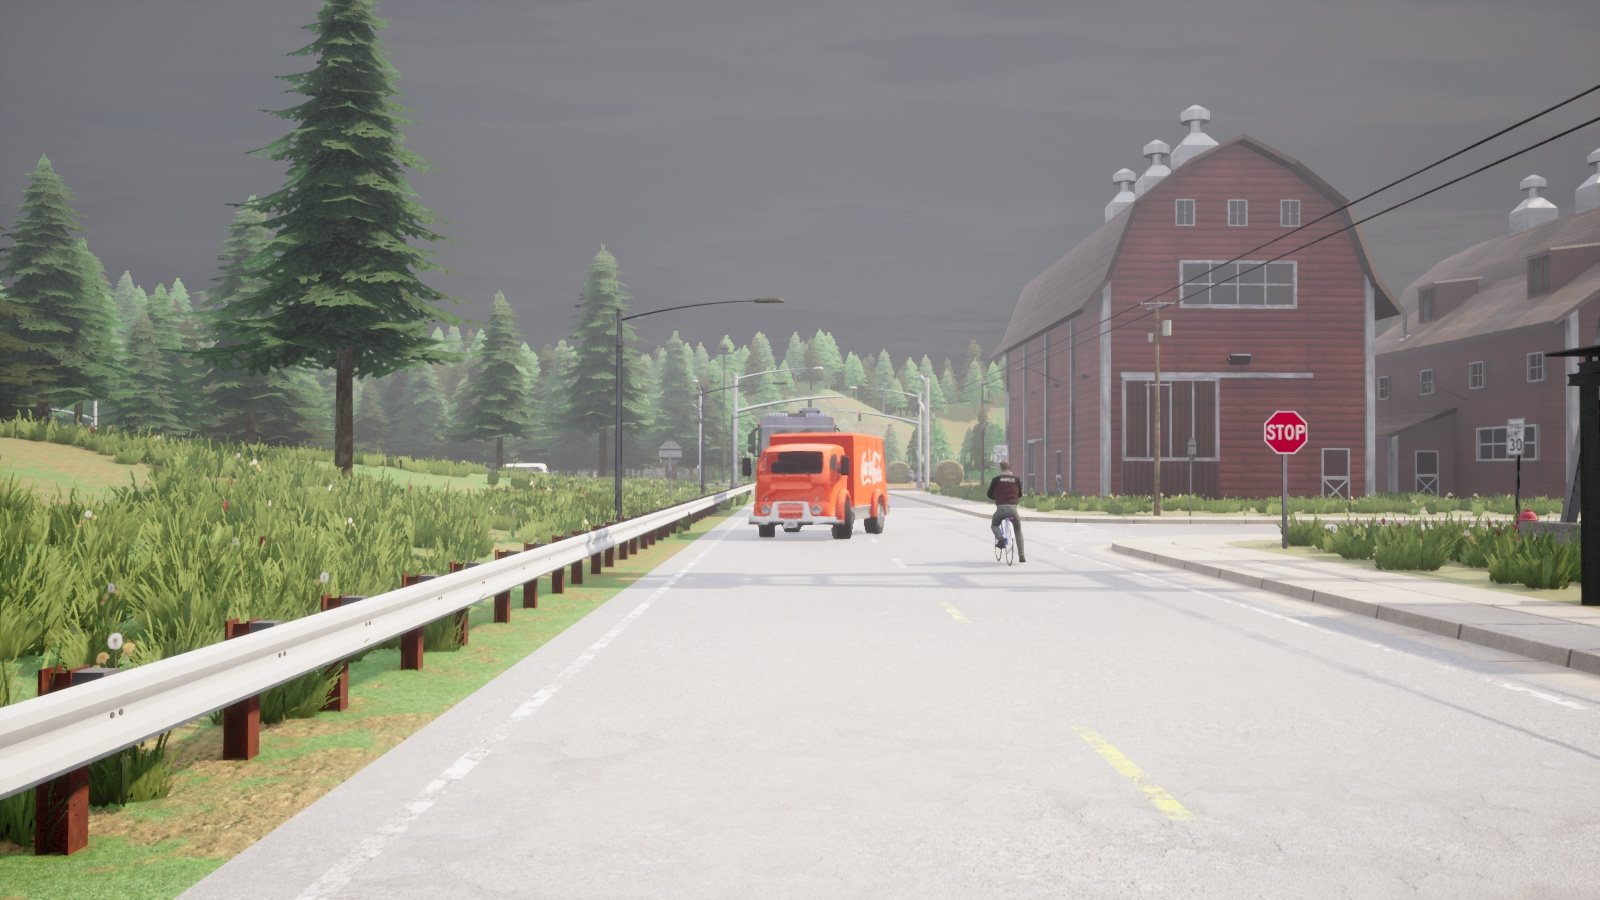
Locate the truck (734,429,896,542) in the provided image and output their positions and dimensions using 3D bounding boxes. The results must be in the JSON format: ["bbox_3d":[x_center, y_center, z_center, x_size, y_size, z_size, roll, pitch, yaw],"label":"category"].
[{"bbox_3d":[0.494,0.829,30.209,2.627,2.467,5.204,-1,-1,15],"label":"truck"}]

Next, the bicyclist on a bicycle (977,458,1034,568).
[{"bbox_3d":[3.452,1.027,21.235,0.659,1.776,1.843,0,-1,0],"label":"bicyclist on a bicycle"}]

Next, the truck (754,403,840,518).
[{"bbox_3d":[-0.107,0.427,46.394,2.891,3.827,8.468,0,-1,0],"label":"truck"}]
